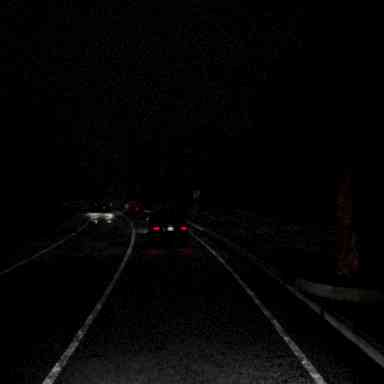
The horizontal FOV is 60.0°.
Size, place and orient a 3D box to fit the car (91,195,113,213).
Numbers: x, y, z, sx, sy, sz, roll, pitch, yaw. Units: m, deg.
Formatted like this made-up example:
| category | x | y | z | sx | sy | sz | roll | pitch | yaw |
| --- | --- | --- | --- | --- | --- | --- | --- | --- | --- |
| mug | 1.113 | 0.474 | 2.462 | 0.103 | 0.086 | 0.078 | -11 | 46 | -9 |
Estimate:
| category | x | y | z | sx | sy | sz | roll | pitch | yaw |
| --- | --- | --- | --- | --- | --- | --- | --- | --- | --- |
| car | -11.078 | 1.417 | 40.777 | 2.150 | 2.045 | 5.566 | 2 | -1 | -21 |

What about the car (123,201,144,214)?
| category | x | y | z | sx | sy | sz | roll | pitch | yaw |
| --- | --- | --- | --- | --- | --- | --- | --- | --- | --- |
| car | -6.940 | 1.767 | 39.307 | 1.882 | 1.535 | 5.008 | 2 | -1 | -19 |

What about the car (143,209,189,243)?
| category | x | y | z | sx | sy | sz | roll | pitch | yaw |
| --- | --- | --- | --- | --- | --- | --- | --- | --- | --- |
| car | -1.297 | 1.660 | 16.831 | 2.033 | 1.411 | 5.357 | 1 | -1 | -8 |
